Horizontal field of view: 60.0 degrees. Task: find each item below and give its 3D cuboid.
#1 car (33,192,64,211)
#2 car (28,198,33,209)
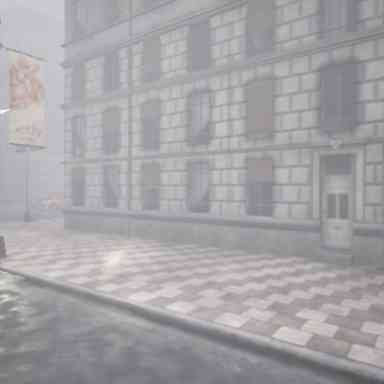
[{"bbox_3d":[-14.657,1.126,37.109,2.097,1.767,4.553,0,0,36],"label":"car"},{"bbox_3d":[-16.850,0.972,40.054,2.150,2.045,5.566,0,0,36],"label":"car"}]
